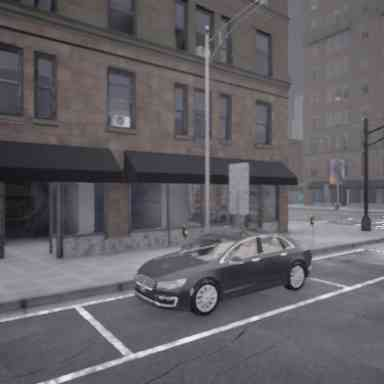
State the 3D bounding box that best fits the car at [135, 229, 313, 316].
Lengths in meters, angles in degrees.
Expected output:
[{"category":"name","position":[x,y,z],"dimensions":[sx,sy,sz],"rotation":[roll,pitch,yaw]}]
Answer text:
[{"category":"car","position":[0.878,1.545,7.394],"dimensions":[4.403,1.369,2.008],"rotation":[0,0,-36]}]
